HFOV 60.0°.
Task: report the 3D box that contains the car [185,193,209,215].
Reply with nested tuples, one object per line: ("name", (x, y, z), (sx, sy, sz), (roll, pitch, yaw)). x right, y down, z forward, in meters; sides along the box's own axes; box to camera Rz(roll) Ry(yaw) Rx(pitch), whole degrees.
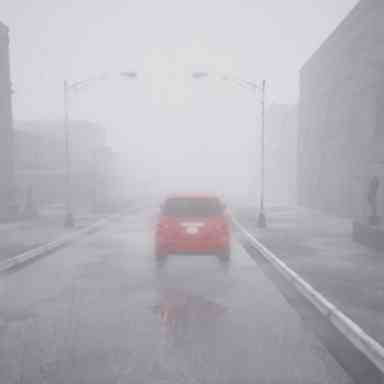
("car", (0.529, 0.942, 28.660), (1.882, 1.535, 5.008), (0, 2, 3))

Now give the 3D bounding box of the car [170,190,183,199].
("car", (-2.571, 0.443, 57.790), (1.994, 1.385, 4.181), (0, 1, 1))

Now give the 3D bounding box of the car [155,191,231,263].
("car", (0.047, 1.030, 11.374), (2.150, 2.045, 5.566), (0, 1, 1))
